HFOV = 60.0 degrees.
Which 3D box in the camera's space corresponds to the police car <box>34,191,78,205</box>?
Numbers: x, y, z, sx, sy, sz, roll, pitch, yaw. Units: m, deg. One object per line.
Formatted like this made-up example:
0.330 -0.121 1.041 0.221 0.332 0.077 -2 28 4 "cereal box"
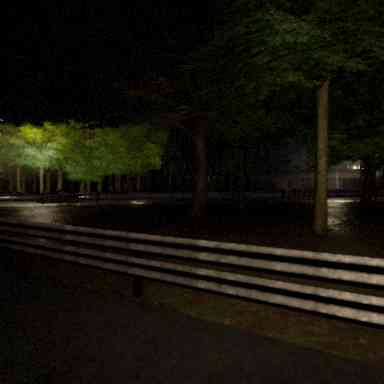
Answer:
-16.552 0.697 40.596 5.238 1.638 1.930 -1 0 -1 "police car"
